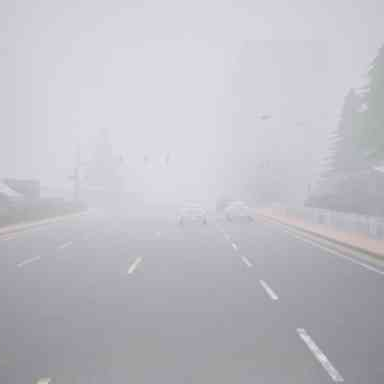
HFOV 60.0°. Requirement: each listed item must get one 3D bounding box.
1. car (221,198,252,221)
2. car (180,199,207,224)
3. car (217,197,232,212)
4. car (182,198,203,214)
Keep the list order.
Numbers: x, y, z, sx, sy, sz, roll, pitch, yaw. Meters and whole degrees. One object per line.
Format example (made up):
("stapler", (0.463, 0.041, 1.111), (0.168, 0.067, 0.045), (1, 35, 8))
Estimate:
("car", (3.587, 1.486, 26.383), (1.812, 1.442, 4.674), (0, 0, 0))
("car", (0.081, 1.489, 24.052), (1.812, 1.442, 4.674), (0, 0, 0))
("car", (3.850, 1.295, 37.342), (2.097, 1.767, 4.553), (0, 0, 5))
("car", (0.029, 1.437, 35.567), (2.128, 1.511, 4.902), (0, 0, -1))
